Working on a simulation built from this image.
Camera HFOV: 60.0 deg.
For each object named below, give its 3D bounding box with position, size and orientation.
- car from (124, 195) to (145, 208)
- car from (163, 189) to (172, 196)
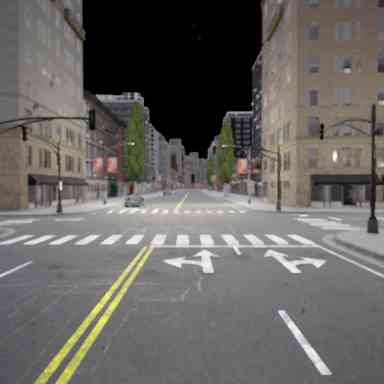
[{"bbox_3d":[-6.510,1.090,37.952,1.837,1.490,4.892,0,2,0],"label":"car"},{"bbox_3d":[-6.526,0.094,88.580,2.150,2.045,5.566,0,1,0],"label":"car"}]
